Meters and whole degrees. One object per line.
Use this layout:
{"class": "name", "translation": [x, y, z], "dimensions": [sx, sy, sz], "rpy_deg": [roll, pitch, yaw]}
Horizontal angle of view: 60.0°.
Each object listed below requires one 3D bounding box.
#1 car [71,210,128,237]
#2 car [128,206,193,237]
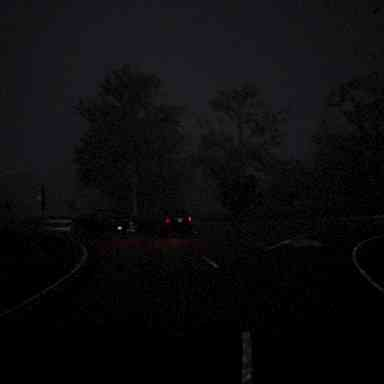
{"class": "car", "translation": [-5.738, 1.839, 20.532], "dimensions": [2.128, 1.511, 4.902], "rpy_deg": [2, -2, -43]}
{"class": "car", "translation": [-1.929, 1.712, 20.968], "dimensions": [2.097, 1.767, 4.553], "rpy_deg": [1, -1, -35]}
